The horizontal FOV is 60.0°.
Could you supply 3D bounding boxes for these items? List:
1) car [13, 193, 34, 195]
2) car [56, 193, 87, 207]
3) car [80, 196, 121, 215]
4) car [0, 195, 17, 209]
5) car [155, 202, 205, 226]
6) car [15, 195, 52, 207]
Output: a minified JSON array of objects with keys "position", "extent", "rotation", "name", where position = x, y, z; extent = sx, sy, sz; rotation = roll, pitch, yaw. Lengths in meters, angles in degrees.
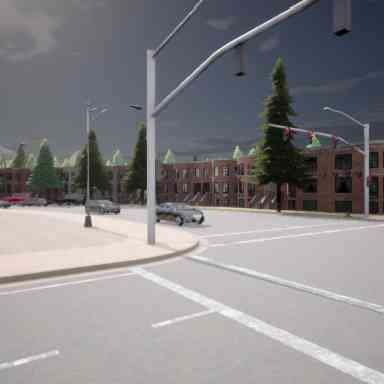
[{"position":[-29.038,1.221,55.918],"extent":[5.566,2.045,2.150],"rotation":[0,0,10],"name":"car"},{"position":[-18.919,1.221,52.865],"extent":[5.566,2.045,2.150],"rotation":[0,0,23],"name":"car"},{"position":[-8.977,1.504,33.435],"extent":[1.837,1.490,4.892],"rotation":[0,0,-44],"name":"car"},{"position":[-26.529,1.515,44.625],"extent":[4.892,1.490,1.837],"rotation":[0,0,17],"name":"car"},{"position":[-1.072,1.491,23.352],"extent":[2.128,1.511,4.902],"rotation":[0,0,-36],"name":"car"},{"position":[-24.176,1.547,51.132],"extent":[5.357,1.411,2.033],"rotation":[0,0,17],"name":"car"}]
